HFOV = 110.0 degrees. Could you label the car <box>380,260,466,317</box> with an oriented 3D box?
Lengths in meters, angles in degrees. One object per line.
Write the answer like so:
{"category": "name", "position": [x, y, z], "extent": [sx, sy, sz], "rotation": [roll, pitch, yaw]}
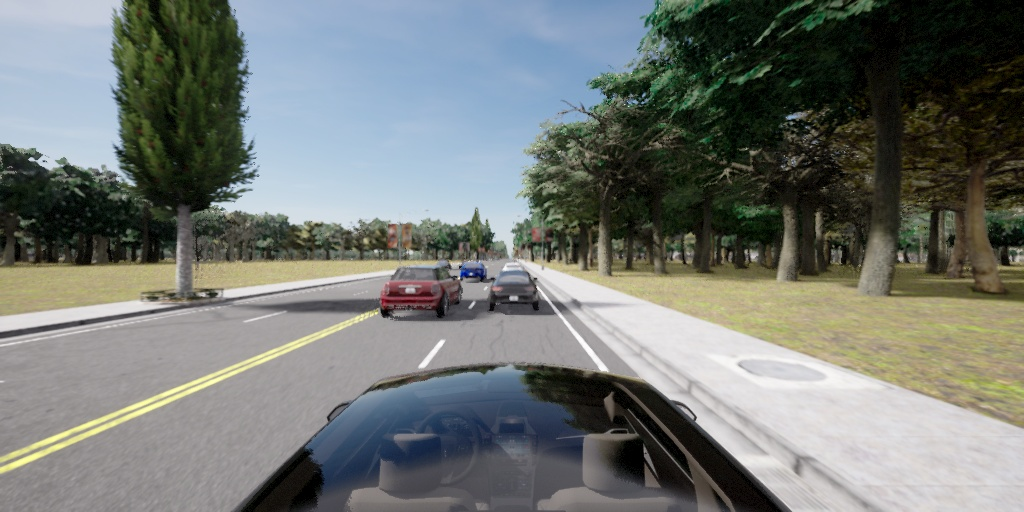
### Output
{"category": "car", "position": [-3.177, 1.100, 13.373], "extent": [2.097, 1.767, 4.553], "rotation": [0, 0, 0]}

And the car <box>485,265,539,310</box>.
{"category": "car", "position": [0.078, 1.275, 14.552], "extent": [1.812, 1.442, 4.674], "rotation": [0, 0, 0]}

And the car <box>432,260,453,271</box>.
{"category": "car", "position": [-9.816, 1.335, 51.116], "extent": [2.033, 1.411, 5.357], "rotation": [0, 0, 0]}

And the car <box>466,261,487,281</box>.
{"category": "car", "position": [-3.164, 1.238, 30.280], "extent": [1.882, 1.535, 5.008], "rotation": [0, 0, 0]}

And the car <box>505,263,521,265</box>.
{"category": "car", "position": [0.084, 1.285, 29.638], "extent": [1.812, 1.442, 4.674], "rotation": [0, 0, 0]}

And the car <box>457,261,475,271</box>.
{"category": "car", "position": [-6.565, 1.388, 51.309], "extent": [1.895, 1.301, 4.718], "rotation": [0, 0, 0]}
